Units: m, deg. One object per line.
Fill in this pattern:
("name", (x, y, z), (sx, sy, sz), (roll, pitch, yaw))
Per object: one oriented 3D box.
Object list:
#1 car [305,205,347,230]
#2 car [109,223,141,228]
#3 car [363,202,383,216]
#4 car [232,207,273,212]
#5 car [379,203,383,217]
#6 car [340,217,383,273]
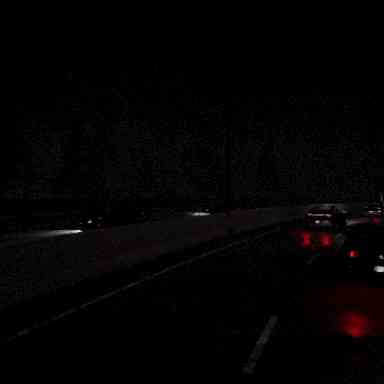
("car", (9.029, 1.627, 22.231), (2.128, 1.511, 4.902), (1, 0, 35))
("car", (-4.777, 1.527, 20.486), (1.994, 1.385, 4.181), (1, 0, 30))
("car", (19.403, 1.768, 34.668), (2.128, 1.511, 4.902), (1, 0, 44))
("car", (5.954, 1.458, 30.194), (2.097, 1.767, 4.553), (1, 0, 38))
("car", (17.337, 1.790, 27.412), (2.033, 1.411, 5.357), (1, 0, 41))
("car", (5.817, 1.681, 10.403), (1.895, 1.301, 4.718), (1, 0, 28))
